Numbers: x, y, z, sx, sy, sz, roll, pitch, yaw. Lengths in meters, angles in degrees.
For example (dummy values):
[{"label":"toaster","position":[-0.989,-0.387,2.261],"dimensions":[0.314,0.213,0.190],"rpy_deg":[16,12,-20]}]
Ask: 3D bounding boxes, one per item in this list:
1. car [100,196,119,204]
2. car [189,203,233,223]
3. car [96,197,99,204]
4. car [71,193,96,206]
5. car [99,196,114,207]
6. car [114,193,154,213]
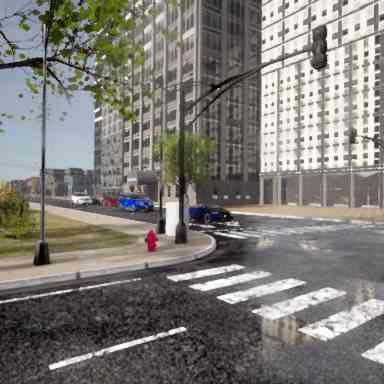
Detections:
[{"label":"car","position":[-15.331,1.509,61.704],"dimensions":[1.812,1.442,4.674],"rpy_deg":[1,0,-34]},{"label":"car","position":[1.224,1.512,25.124],"dimensions":[1.994,1.385,4.181],"rpy_deg":[1,0,-34]},{"label":"car","position":[-18.032,1.501,59.895],"dimensions":[1.994,1.385,4.181],"rpy_deg":[1,0,-34]},{"label":"car","position":[-17.907,1.116,53.877],"dimensions":[2.150,2.045,5.566],"rpy_deg":[1,-1,-34]},{"label":"car","position":[-12.277,1.479,51.349],"dimensions":[1.812,1.442,4.674],"rpy_deg":[1,0,-33]},{"label":"car","position":[-6.155,1.150,36.154],"dimensions":[2.150,2.045,5.566],"rpy_deg":[1,0,-34]}]
